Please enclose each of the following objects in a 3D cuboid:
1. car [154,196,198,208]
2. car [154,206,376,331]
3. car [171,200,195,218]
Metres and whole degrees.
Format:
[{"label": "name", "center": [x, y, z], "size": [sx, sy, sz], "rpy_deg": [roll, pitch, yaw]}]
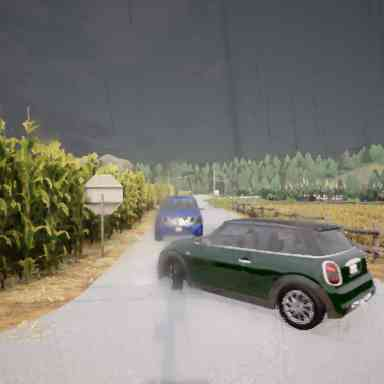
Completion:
[{"label": "car", "center": [-0.614, 1.222, 16.740], "size": [2.150, 2.045, 5.566], "rpy_deg": [0, 0, -1]}, {"label": "car", "center": [1.286, 1.352, 7.231], "size": [4.553, 1.767, 2.097], "rpy_deg": [0, 0, 44]}, {"label": "car", "center": [-0.821, 1.547, 31.346], "size": [2.033, 1.411, 5.357], "rpy_deg": [0, 0, 0]}]
